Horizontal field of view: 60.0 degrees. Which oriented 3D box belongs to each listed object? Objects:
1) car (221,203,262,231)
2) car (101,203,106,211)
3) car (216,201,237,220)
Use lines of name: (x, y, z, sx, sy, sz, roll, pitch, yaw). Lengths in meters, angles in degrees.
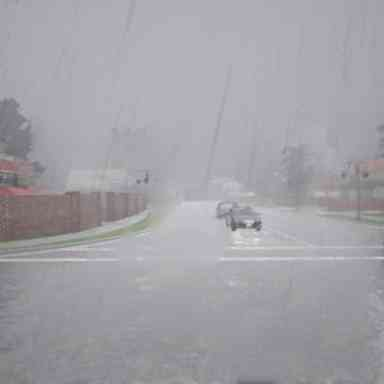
car: (3.398, 1.724, 22.296, 2.128, 1.511, 4.902, -1, -1, 0)
car: (-14.417, 1.842, 47.014, 5.027, 1.636, 2.152, -1, -1, 0)
car: (3.367, 1.870, 32.294, 1.812, 1.442, 4.674, -1, -1, 0)
